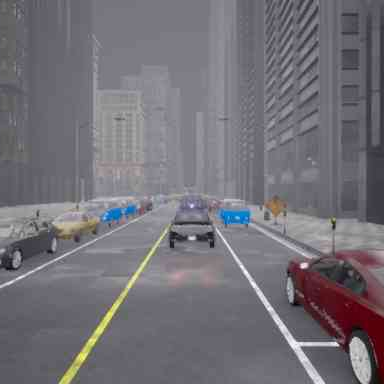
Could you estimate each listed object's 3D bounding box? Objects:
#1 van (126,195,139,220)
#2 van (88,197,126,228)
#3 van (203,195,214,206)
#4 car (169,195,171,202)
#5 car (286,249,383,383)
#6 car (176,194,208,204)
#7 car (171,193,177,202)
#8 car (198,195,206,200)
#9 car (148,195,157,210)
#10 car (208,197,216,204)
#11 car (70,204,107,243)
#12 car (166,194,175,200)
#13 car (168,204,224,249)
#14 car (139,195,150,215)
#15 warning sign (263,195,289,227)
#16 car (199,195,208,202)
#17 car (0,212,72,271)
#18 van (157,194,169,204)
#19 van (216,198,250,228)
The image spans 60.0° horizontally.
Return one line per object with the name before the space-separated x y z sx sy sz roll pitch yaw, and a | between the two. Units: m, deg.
van | -5.766 1.338 27.652 1.690 1.788 3.998 0 0 0
van | -5.767 1.339 22.011 1.690 1.788 3.998 0 0 0
van | 2.759 1.335 55.860 1.690 1.788 3.998 0 0 0
car | -5.765 1.536 67.139 1.887 1.381 4.507 0 0 0
car | 2.759 1.544 5.094 1.887 1.381 4.507 0 0 0
car | 0.000 1.256 29.681 2.150 2.045 5.566 0 0 0
car | -3.000 1.489 75.955 2.033 1.411 5.357 0 0 0
car | 2.760 1.535 89.704 2.008 1.369 4.403 0 0 0
car | -5.766 1.311 38.934 2.192 1.841 5.009 0 0 0
car | 2.760 1.578 38.938 1.802 1.307 4.206 0 0 0
car | -5.766 1.524 16.200 1.752 1.417 4.829 0 0 0
car | -5.765 1.425 89.702 1.967 1.590 4.097 0 0 0
car | 0.000 1.495 14.651 2.128 1.511 4.902 0 0 0
car | -5.766 1.437 33.293 1.967 1.590 4.097 0 0 0
warning sign | 5.071 1.114 20.154 1.300 1.860 1.060 0 0 0
car | 2.760 1.534 78.423 1.887 1.381 4.507 0 0 0
car | -5.766 1.549 10.730 2.008 1.369 4.403 0 0 0
van | -5.766 1.334 61.498 1.690 1.788 3.998 0 0 0
van | 2.759 1.339 22.016 1.690 1.788 3.998 0 0 0
